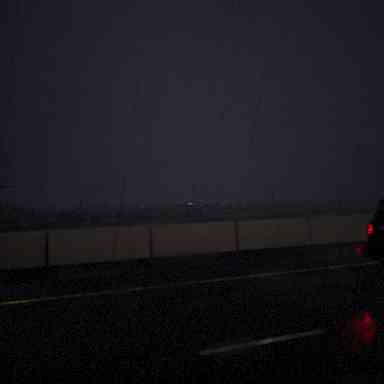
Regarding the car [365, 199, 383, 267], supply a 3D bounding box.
[{"bbox_3d":[7.324,1.109,8.832,5.566,2.045,2.150,-1,0,-18],"label":"car"}]
